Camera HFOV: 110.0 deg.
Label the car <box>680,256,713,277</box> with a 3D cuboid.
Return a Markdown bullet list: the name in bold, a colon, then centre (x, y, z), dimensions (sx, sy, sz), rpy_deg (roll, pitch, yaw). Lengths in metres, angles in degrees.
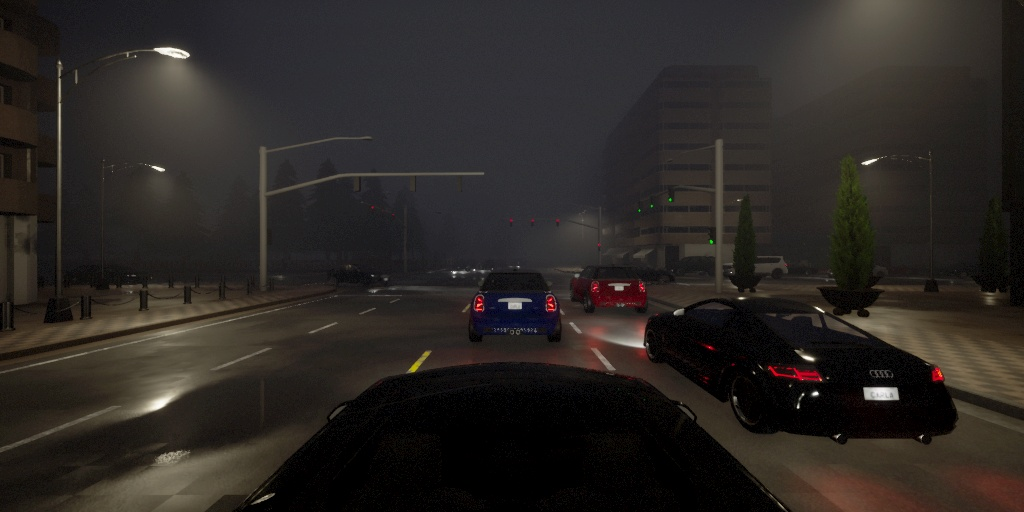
- **car**: centre (18.422, 1.027, 36.521), dimensions (5.566, 2.045, 2.150), rpy_deg (0, 0, 0)

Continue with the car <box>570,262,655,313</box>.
- **car**: centre (3.606, 1.102, 14.151), dimensions (2.097, 1.767, 4.553), rpy_deg (0, 0, 0)

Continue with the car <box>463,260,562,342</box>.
- **car**: centre (0.083, 1.102, 9.923), dimensions (2.097, 1.767, 4.553), rpy_deg (0, 0, 0)

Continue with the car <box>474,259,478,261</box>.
- **car**: centre (-6.246, 1.255, 57.557), dimensions (1.837, 1.490, 4.892), rpy_deg (0, 0, 7)

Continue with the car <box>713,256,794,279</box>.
- **car**: centre (22.169, 1.027, 33.036), dimensions (5.566, 2.045, 2.150), rpy_deg (0, 0, 0)

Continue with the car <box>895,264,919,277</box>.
- **car**: centre (38.227, 1.406, 36.588), dimensions (4.718, 1.301, 1.895), rpy_deg (0, 0, 0)

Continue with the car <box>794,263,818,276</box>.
- **car**: centre (28.181, 1.406, 36.557), dimensions (4.718, 1.301, 1.895), rpy_deg (0, 0, 0)

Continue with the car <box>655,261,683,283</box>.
- **car**: centre (9.137, 1.266, 25.785), dimensions (4.902, 1.511, 2.128), rpy_deg (1, 0, 0)

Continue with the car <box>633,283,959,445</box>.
- **car**: centre (3.607, 1.314, 5.510), dimensions (1.994, 1.385, 4.181), rpy_deg (0, 0, 0)

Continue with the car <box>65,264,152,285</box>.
- **car**: centre (-28.746, 1.312, 25.641), dimensions (4.892, 1.490, 1.837), rpy_deg (-1, 0, 0)

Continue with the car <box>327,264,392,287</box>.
- **car**: centre (-10.216, 1.262, 24.029), dimensions (4.902, 1.511, 2.128), rpy_deg (-1, -1, 27)

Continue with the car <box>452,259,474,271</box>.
- **car**: centre (-6.859, 1.314, 48.668), dimensions (1.994, 1.385, 4.181), rpy_deg (0, 0, 2)

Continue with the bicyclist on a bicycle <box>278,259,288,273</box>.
- **bicyclist on a bicycle**: centre (-25.611, 1.106, 40.135), dimensions (0.582, 1.620, 1.656), rpy_deg (0, 0, 0)

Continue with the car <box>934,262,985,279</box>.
- **car**: centre (42.130, 1.283, 33.091), dimensions (5.008, 1.535, 1.882), rpy_deg (0, 0, 0)

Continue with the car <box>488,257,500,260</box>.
- **car**: centre (-3.218, 1.255, 52.332), dimensions (1.837, 1.490, 4.892), rpy_deg (0, 0, 3)

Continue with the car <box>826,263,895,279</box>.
- **car**: centre (31.806, 1.331, 33.068), dimensions (4.674, 1.442, 1.812), rpy_deg (0, 0, 0)
